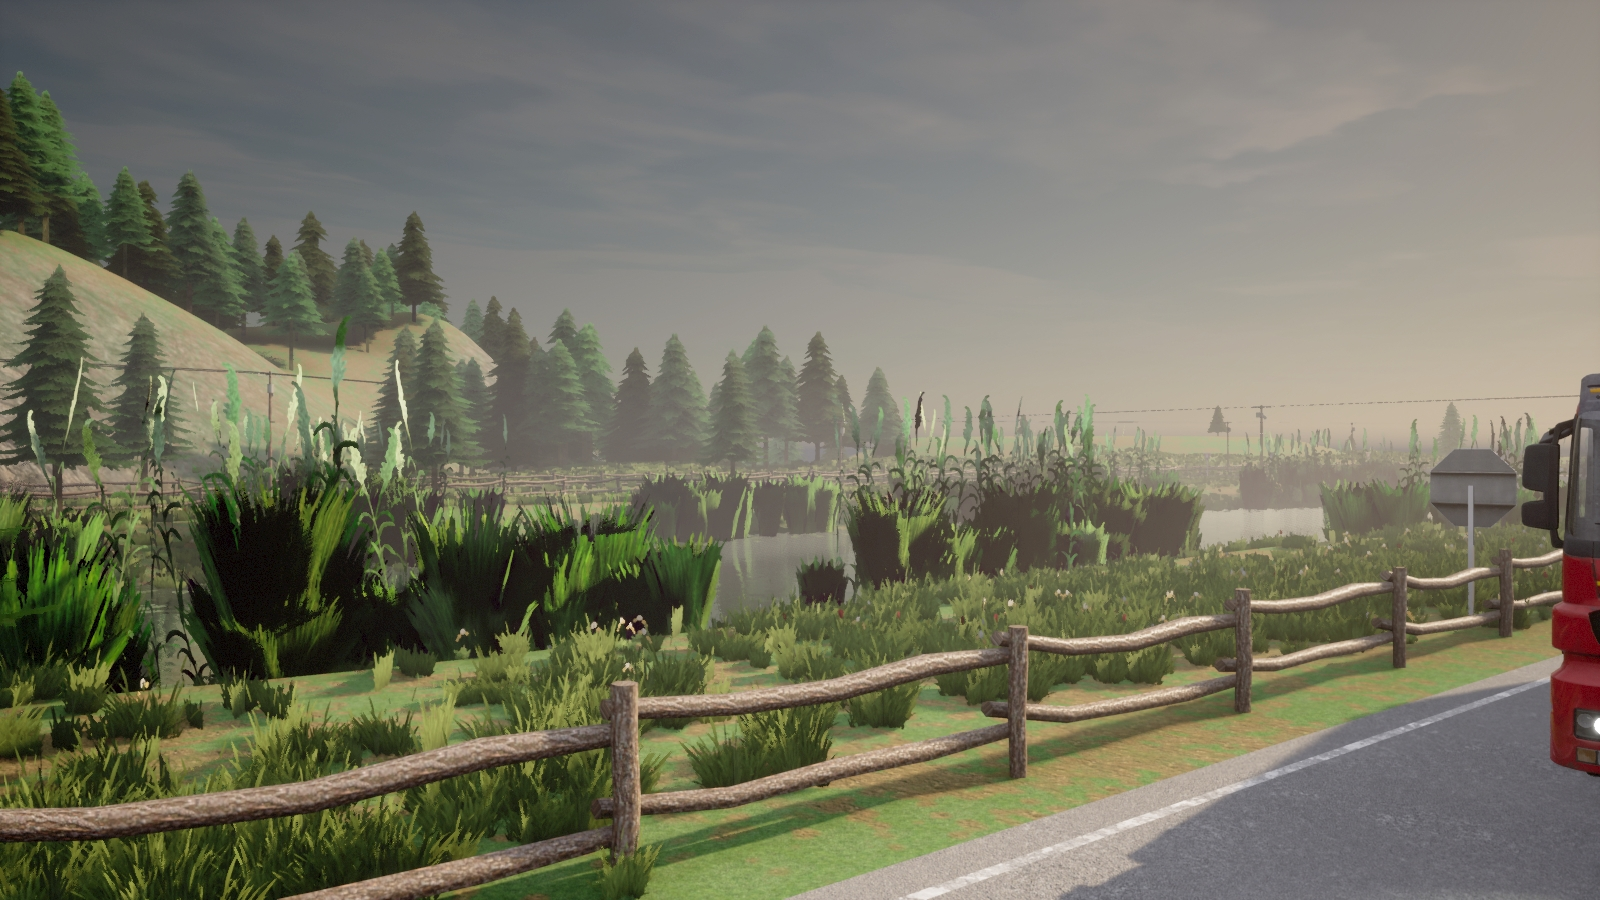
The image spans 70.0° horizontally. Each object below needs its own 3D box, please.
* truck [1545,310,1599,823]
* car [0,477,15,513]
[{"bbox_3d":[9.575,0.862,10.972,2.891,3.827,8.468,0,0,41],"label":"truck"},{"bbox_3d":[-37.081,2.026,50.387,1.789,1.549,3.705,0,0,42],"label":"car"}]
